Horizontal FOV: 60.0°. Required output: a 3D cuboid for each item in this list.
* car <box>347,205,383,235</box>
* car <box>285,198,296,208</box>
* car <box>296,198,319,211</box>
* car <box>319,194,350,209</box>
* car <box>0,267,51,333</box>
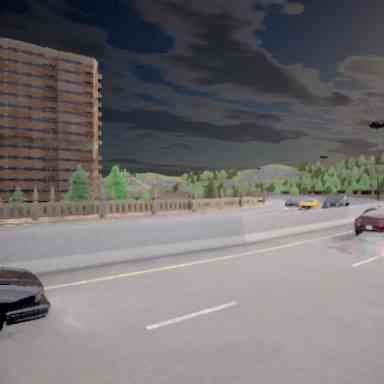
[{"bbox_3d":[10.176,1.545,17.752,1.812,1.442,4.674,0,0,44],"label":"car"},{"bbox_3d":[15.114,1.649,49.480,1.994,1.385,4.181,0,0,26],"label":"car"},{"bbox_3d":[14.779,1.544,41.494,1.882,1.535,5.008,0,0,31],"label":"car"},{"bbox_3d":[16.065,1.272,36.840,2.150,2.045,5.566,0,0,32],"label":"car"},{"bbox_3d":[-4.941,1.572,4.573,5.357,1.411,2.033,0,0,-35],"label":"car"}]
